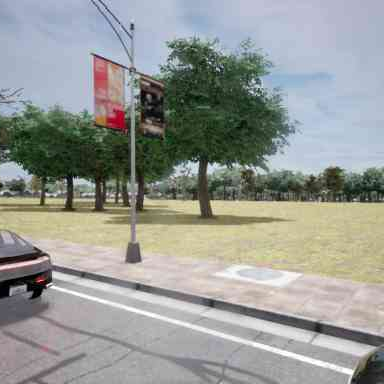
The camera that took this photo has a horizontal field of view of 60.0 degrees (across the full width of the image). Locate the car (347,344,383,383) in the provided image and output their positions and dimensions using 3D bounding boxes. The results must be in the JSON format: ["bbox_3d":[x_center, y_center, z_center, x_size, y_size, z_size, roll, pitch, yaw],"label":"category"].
[{"bbox_3d":[3.267,1.493,1.346,4.902,1.511,2.128,0,0,36],"label":"car"}]

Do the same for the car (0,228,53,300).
[{"bbox_3d":[-5.009,1.515,7.229,4.902,1.511,2.128,0,0,36],"label":"car"}]
